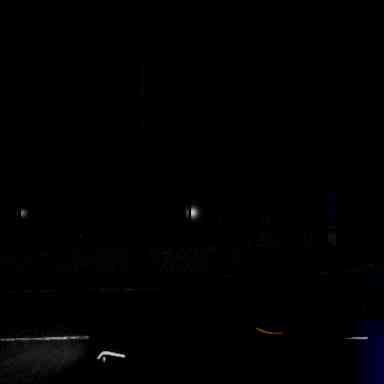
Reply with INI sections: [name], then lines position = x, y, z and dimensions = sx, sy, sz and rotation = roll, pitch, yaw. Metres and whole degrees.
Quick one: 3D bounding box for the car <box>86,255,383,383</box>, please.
[car]
position = 1.191, 1.526, 3.918
dimensions = 4.674, 1.442, 1.812
rotation = 0, 0, -4
